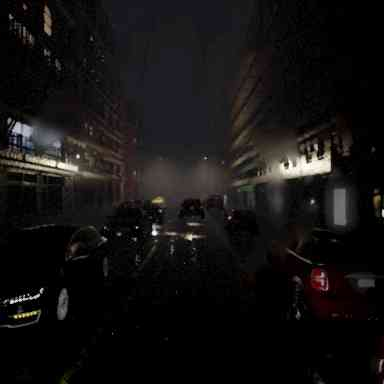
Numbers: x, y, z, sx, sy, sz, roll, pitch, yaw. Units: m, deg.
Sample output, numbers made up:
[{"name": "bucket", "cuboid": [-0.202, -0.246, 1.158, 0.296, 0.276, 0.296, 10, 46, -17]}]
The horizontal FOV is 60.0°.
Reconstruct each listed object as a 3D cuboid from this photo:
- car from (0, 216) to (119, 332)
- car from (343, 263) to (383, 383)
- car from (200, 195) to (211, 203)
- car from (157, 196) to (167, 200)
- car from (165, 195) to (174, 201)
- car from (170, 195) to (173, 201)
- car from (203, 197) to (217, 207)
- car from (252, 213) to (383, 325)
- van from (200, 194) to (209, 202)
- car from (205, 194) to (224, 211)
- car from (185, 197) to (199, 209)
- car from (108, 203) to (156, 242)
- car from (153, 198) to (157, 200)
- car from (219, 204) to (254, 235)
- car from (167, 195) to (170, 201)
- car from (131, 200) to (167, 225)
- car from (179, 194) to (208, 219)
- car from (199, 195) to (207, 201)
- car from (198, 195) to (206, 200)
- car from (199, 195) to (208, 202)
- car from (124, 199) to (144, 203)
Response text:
[{"name": "car", "cuboid": [-3.095, 1.500, 7.126, 1.837, 1.490, 4.892, 0, 0, 0]}, {"name": "car", "cuboid": [2.698, 1.544, 1.556, 1.887, 1.381, 4.507, 1, 0, 0]}, {"name": "car", "cuboid": [2.689, 1.398, 67.838, 1.967, 1.590, 4.097, 1, 0, 0]}, {"name": "car", "cuboid": [-5.691, 1.487, 56.633, 1.752, 1.417, 4.829, 1, 0, 0]}, {"name": "car", "cuboid": [-5.696, 1.503, 84.421, 2.008, 1.369, 4.403, 1, 0, 0]}, {"name": "car", "cuboid": [-5.695, 1.504, 78.897, 2.008, 1.369, 4.403, 1, 0, 0]}, {"name": "car", "cuboid": [2.690, 1.531, 51.267, 1.947, 1.339, 4.313, 1, 0, 0]}, {"name": "car", "cuboid": [2.699, 1.435, 7.080, 1.967, 1.590, 4.097, 1, 0, 0]}, {"name": "van", "cuboid": [2.688, 1.297, 73.362, 1.690, 1.788, 3.998, 1, 0, 0]}, {"name": "car", "cuboid": [2.694, 1.287, 40.222, 2.192, 1.841, 5.009, 1, 0, 0]}, {"name": "car", "cuboid": [0.060, 1.474, 45.687, 1.837, 1.490, 4.892, 0, 0, 0]}, {"name": "car", "cuboid": [-3.094, 1.513, 16.526, 1.812, 1.442, 4.674, 0, 0, 0]}, {"name": "car", "cuboid": [-5.689, 1.516, 40.234, 1.887, 1.381, 4.507, 1, 0, 0]}, {"name": "car", "cuboid": [2.695, 1.568, 18.127, 1.802, 1.307, 4.206, 1, 0, 0]}, {"name": "car", "cuboid": [-5.693, 1.510, 62.327, 2.008, 1.369, 4.403, 1, 0, 0]}, {"name": "car", "cuboid": [-3.004, 1.546, 23.796, 1.994, 1.385, 4.181, 0, 0, 0]}, {"name": "car", "cuboid": [0.011, 1.330, 29.023, 2.097, 1.767, 4.553, 0, 0, 0]}, {"name": "car", "cuboid": [2.684, 1.497, 84.409, 1.887, 1.381, 4.507, 0, 0, 0]}, {"name": "car", "cuboid": [2.683, 1.517, 89.933, 1.947, 1.339, 4.313, 0, 0, 0]}, {"name": "car", "cuboid": [2.686, 1.499, 78.885, 1.887, 1.381, 4.507, 1, 0, 0]}, {"name": "car", "cuboid": [-5.687, 1.503, 29.017, 1.752, 1.417, 4.829, 1, 0, 0]}]
